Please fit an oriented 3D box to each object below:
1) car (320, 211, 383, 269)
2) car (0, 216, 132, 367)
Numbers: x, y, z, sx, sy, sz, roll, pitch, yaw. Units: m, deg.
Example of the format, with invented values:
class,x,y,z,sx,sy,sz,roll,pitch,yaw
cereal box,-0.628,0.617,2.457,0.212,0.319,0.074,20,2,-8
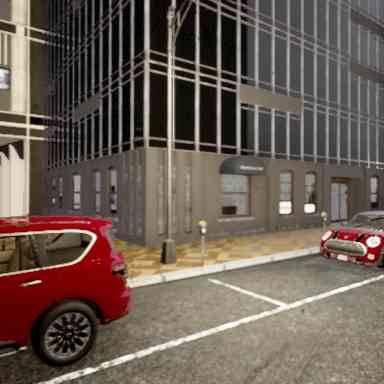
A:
class,x,y,z,sx,sy,sz,roll,pitch,yaw
car,6.013,1.374,10.840,4.097,1.590,1.967,0,1,-36
car,-3.227,1.317,4.246,5.009,1.841,2.192,0,1,-36
